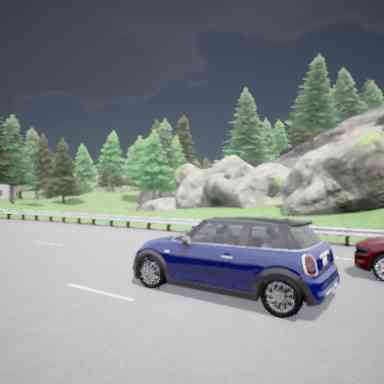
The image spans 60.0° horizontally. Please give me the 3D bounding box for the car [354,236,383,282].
[{"bbox_3d":[6.563,1.453,7.814,5.008,1.535,1.882,0,0,36],"label":"car"}]

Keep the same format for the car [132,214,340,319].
[{"bbox_3d":[0.786,1.320,7.559,4.553,1.767,2.097,0,0,34],"label":"car"}]
